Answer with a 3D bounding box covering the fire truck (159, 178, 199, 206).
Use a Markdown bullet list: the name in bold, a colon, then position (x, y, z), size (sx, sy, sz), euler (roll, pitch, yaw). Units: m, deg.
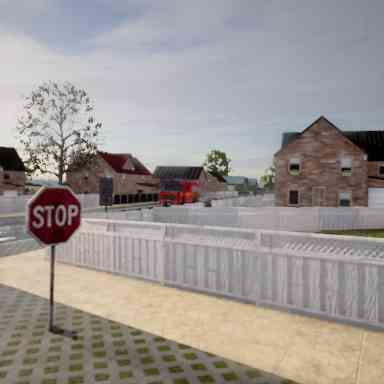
- **fire truck**: position (-1.618, 0.045, 46.999), size (2.891, 3.827, 8.468), euler (2, 1, 19)
